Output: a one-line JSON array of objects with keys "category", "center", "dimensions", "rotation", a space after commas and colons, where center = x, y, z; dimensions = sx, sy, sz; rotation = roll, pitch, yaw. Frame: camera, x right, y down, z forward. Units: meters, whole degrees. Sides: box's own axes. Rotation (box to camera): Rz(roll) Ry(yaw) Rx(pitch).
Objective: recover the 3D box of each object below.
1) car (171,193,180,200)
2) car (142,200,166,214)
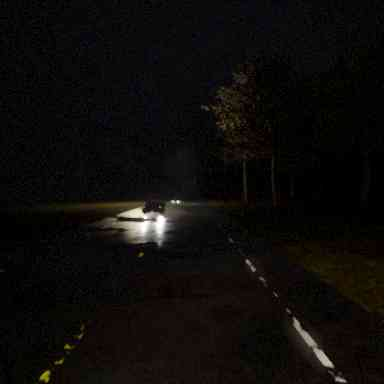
[{"category": "car", "center": [-3.543, 1.014, 73.927], "dimensions": [2.128, 1.511, 4.902], "rotation": [0, 1, 0]}, {"category": "car", "center": [-3.618, 1.431, 32.289], "dimensions": [1.895, 1.301, 4.718], "rotation": [0, 0, 0]}]
